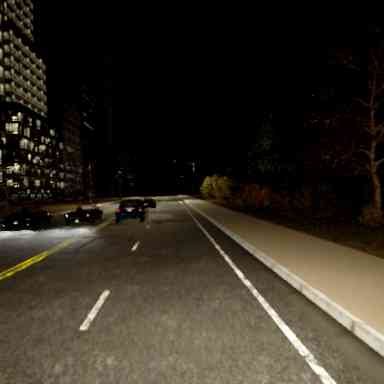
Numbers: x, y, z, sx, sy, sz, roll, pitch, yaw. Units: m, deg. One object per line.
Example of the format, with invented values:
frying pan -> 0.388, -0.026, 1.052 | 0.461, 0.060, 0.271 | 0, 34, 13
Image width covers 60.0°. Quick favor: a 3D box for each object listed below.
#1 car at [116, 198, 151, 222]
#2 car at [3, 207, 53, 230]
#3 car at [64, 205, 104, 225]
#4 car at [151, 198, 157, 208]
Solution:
car -> -4.636, 1.319, 26.053 | 2.097, 1.767, 4.553 | -2, 0, -4
car -> -11.132, 1.742, 22.789 | 1.994, 1.385, 4.181 | -2, 0, -4
car -> -8.015, 1.673, 24.995 | 1.895, 1.301, 4.718 | -2, 0, -4
car -> -5.752, 1.450, 43.977 | 1.994, 1.385, 4.181 | -2, 0, -4
